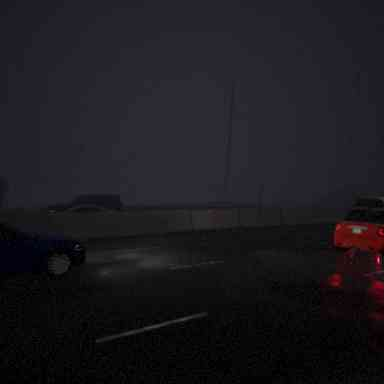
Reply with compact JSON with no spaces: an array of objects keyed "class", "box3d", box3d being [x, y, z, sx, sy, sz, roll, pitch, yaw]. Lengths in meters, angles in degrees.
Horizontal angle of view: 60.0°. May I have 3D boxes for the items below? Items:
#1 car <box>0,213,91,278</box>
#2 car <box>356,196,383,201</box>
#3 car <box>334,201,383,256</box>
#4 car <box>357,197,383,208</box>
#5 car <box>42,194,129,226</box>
[{"class":"car","box3d":[-5.299,1.461,8.476,5.008,1.535,1.882,0,0,-35]},{"class":"car","box3d":[11.446,1.247,18.844,5.566,2.045,2.150,0,0,-29]},{"class":"car","box3d":[7.512,1.369,12.555,4.553,1.767,2.097,0,0,-31]},{"class":"car","box3d":[27.179,1.554,49.093,4.902,1.511,2.128,0,0,-20]},{"class":"car","box3d":[-7.620,1.196,24.017,5.566,2.045,2.150,0,0,-33]}]
